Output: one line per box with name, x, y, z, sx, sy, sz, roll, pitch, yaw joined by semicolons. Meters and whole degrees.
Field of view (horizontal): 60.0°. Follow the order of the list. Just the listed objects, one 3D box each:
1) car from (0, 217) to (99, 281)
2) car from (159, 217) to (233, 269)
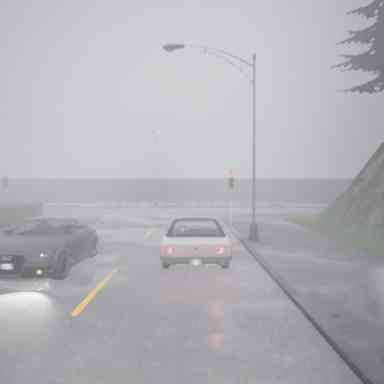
car;-4.044;1.420;9.281;1.994;1.385;4.181;0;1;1
car;0.101;1.437;10.517;1.895;1.301;4.718;0;1;0
